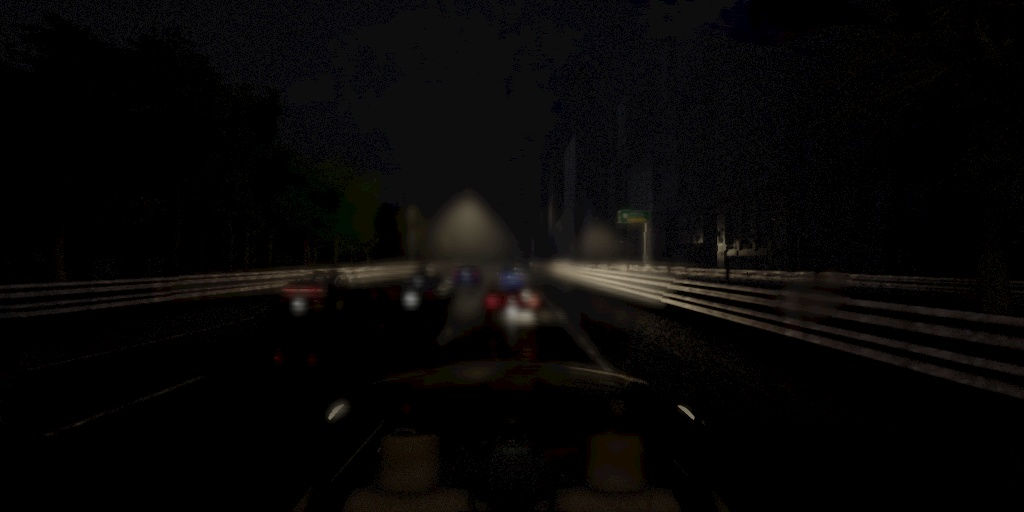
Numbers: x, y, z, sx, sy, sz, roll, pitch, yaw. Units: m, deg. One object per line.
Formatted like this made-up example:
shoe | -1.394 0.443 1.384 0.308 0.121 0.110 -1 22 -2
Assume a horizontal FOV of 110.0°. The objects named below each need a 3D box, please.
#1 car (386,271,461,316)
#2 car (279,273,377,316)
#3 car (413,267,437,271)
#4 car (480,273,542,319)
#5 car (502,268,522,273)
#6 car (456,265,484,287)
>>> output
car | -3.456 1.481 14.356 1.994 1.385 4.181 0 -1 1
car | -6.959 1.405 14.178 2.128 1.511 4.902 0 -1 1
car | -6.959 1.632 29.219 1.837 1.490 4.892 0 0 1
car | 0.035 1.506 13.587 1.895 1.301 4.718 0 -1 1
car | 0.020 1.642 27.040 2.033 1.411 5.357 0 -1 0
car | -3.458 1.475 29.104 2.097 1.767 4.553 0 -1 0
